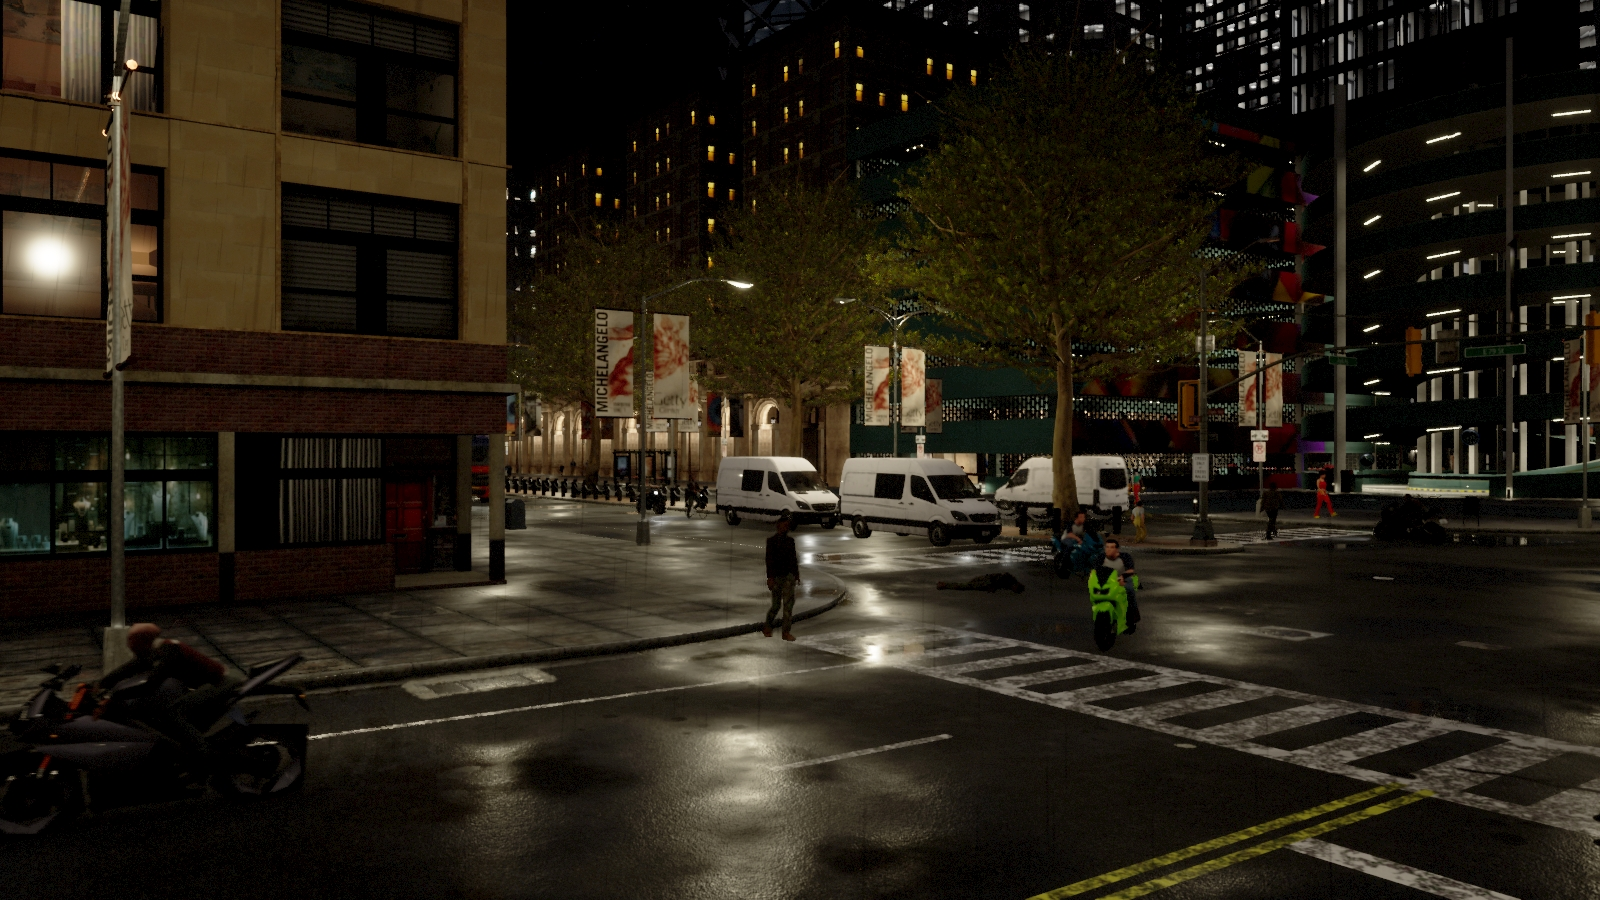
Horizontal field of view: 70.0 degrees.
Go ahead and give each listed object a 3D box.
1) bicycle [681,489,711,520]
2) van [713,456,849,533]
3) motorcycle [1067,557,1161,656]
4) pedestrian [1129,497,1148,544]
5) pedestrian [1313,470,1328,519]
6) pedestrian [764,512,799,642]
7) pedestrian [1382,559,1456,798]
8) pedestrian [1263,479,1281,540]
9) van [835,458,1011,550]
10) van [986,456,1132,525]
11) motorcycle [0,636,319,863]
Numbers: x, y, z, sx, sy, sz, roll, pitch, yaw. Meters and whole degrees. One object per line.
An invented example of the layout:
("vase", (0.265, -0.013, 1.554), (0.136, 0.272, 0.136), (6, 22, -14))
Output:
("bicycle", (-4.230, 2.210, 46.464), (0.329, 1.171, 1.835), (0, 0, -35))
("van", (-0.813, 1.534, 41.652), (1.988, 2.561, 5.915), (0, 0, -35))
("motorcycle", (4.561, 2.213, 16.493), (0.803, 1.145, 2.033), (-3, -1, 29))
("pedestrian", (9.523, 1.986, 32.168), (0.375, 1.300, 0.375), (0, 0, -43))
("pedestrian", (19.844, 1.696, 43.595), (0.375, 1.860, 0.375), (0, 0, -30))
("pedestrian", (-0.268, 1.849, 16.782), (0.375, 1.860, 0.375), (0, 0, -32))
("pedestrian", (5.062, 1.848, 9.351), (0.375, 1.860, 0.375), (0, 0, -17))
("pedestrian", (14.704, 1.848, 35.589), (0.375, 1.860, 0.375), (0, 0, -43))
("van", (3.651, 1.534, 35.312), (1.988, 2.561, 5.915), (0, 0, -35))
("van", (10.286, 1.534, 45.896), (1.988, 2.561, 5.915), (0, 0, -35))
("motorcycle", (-4.934, 2.205, 8.711), (2.209, 1.251, 0.867), (0, 0, -34))
